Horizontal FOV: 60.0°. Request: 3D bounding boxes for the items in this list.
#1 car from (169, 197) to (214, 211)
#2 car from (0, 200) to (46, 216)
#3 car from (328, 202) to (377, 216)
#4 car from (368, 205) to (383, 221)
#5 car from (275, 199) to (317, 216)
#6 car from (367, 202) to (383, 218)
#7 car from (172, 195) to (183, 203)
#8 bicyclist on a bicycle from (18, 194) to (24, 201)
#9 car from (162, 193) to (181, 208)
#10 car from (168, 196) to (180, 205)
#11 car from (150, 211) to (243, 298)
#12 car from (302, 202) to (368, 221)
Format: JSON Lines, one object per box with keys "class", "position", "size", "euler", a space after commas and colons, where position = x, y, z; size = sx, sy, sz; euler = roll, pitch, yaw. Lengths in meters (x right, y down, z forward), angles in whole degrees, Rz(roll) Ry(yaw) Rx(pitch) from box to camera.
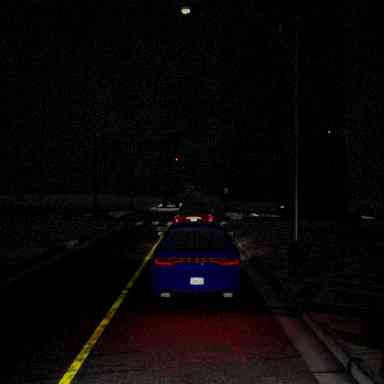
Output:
{"class": "car", "position": [0.114, 1.352, 17.710], "size": [2.097, 1.767, 4.553], "euler": [0, 0, 1]}
{"class": "car", "position": [-14.784, 1.367, 28.293], "size": [4.403, 1.369, 2.008], "euler": [1, -1, 0]}
{"class": "car", "position": [17.773, 1.842, 36.925], "size": [4.403, 1.369, 2.008], "euler": [1, -1, 0]}
{"class": "car", "position": [17.938, 1.824, 28.401], "size": [4.829, 1.417, 1.752], "euler": [1, -1, 0]}
{"class": "car", "position": [10.940, 1.539, 34.247], "size": [4.553, 1.767, 2.097], "euler": [1, 0, 0]}
{"class": "car", "position": [20.854, 1.867, 34.251], "size": [4.674, 1.442, 1.812], "euler": [1, 0, 0]}
{"class": "car", "position": [-3.034, 1.493, 69.501], "size": [2.128, 1.511, 4.902], "euler": [0, 0, 0]}
{"class": "bicyclist on a bicycle", "position": [-20.511, 1.030, 39.775], "size": [0.582, 1.620, 1.656], "euler": [1, 0, 0]}
{"class": "car", "position": [-3.111, 1.222, 49.351], "size": [2.150, 2.045, 5.566], "euler": [0, 0, 0]}
{"class": "car", "position": [-3.101, 1.526, 59.183], "size": [1.812, 1.442, 4.674], "euler": [0, 0, 1]}
{"class": "car", "position": [0.098, 1.477, 8.556], "size": [1.882, 1.535, 5.008], "euler": [0, 0, 0]}
{"class": "car", "position": [12.125, 1.775, 28.398], "size": [4.313, 1.339, 1.947], "euler": [1, -1, 0]}
